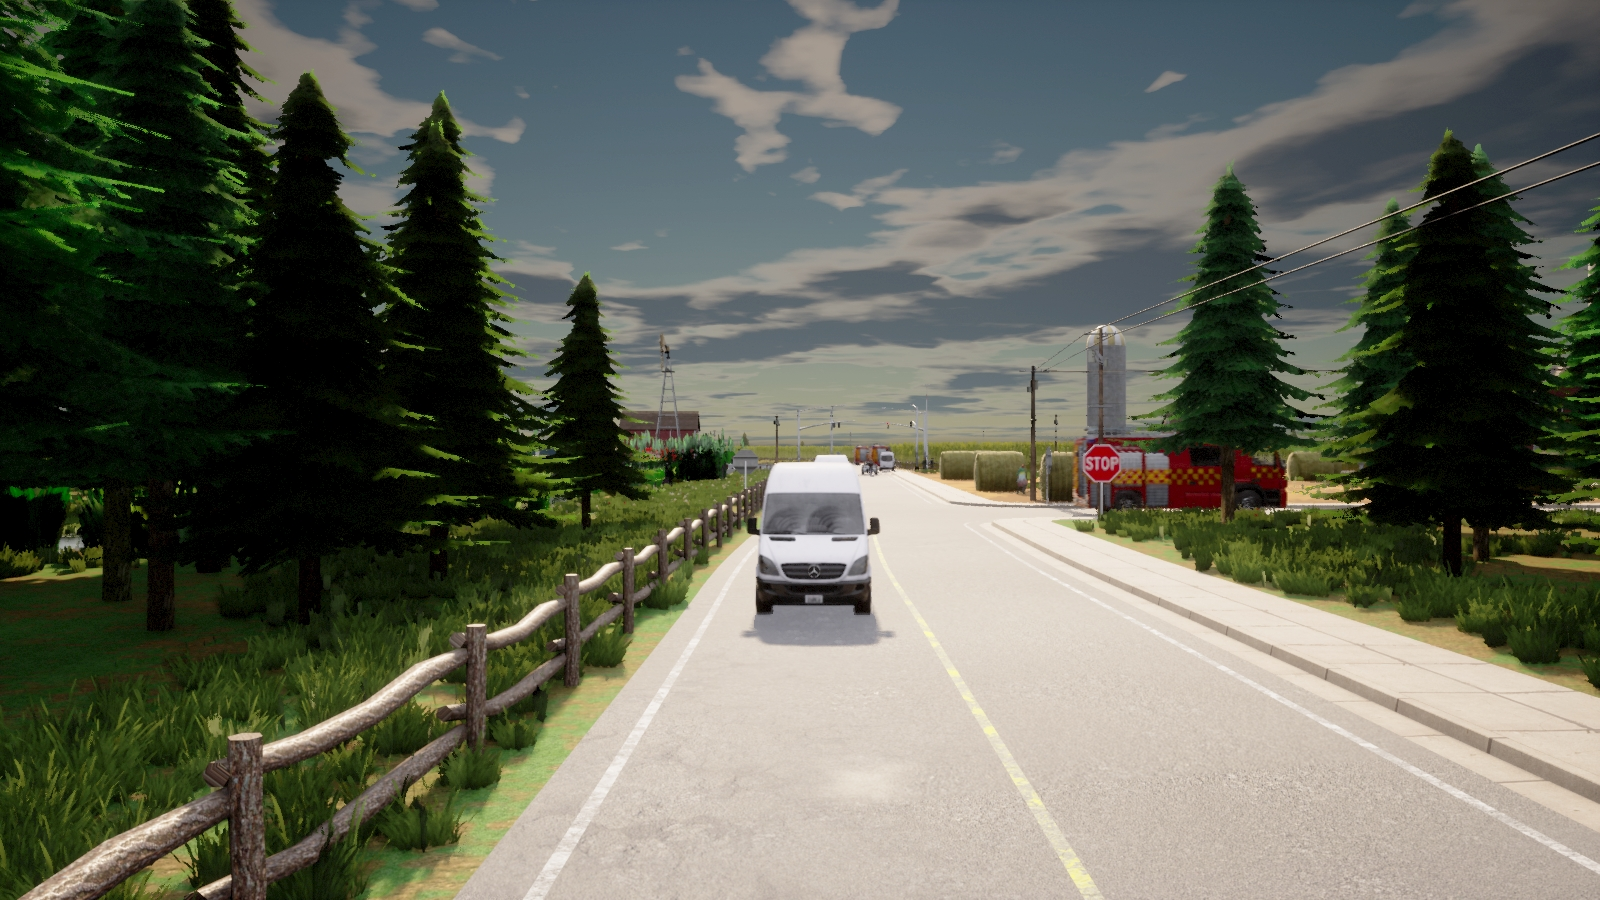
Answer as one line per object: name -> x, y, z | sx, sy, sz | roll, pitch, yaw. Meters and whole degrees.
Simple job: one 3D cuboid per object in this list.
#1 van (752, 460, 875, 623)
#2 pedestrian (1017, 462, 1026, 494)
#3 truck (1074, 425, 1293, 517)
van -> 0.252, 1.505, 21.417 | 1.988, 2.561, 5.915 | 0, 0, 1
pedestrian -> 13.107, 1.669, 67.664 | 0.375, 1.860, 0.375 | 0, 0, -24
truck -> 16.364, 0.890, 49.155 | 8.468, 3.827, 2.891 | 0, 0, 1
